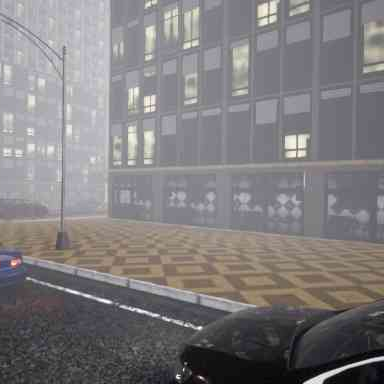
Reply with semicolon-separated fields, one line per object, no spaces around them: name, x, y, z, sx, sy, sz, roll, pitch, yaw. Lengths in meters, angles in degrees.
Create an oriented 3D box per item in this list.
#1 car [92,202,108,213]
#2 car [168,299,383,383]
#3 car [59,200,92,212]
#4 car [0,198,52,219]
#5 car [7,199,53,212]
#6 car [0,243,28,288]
car;-9.254;1.828;40.169;1.752;1.417;4.829;1;0;37
car;2.030;1.505;2.233;4.892;1.490;1.837;0;0;35
car;-14.334;1.750;43.024;2.033;1.411;5.357;1;0;37
car;-16.069;1.517;30.971;2.192;1.841;5.009;1;0;37
car;-19.549;1.640;40.352;1.752;1.417;4.829;1;0;37
car;-6.115;1.543;8.065;5.357;1.411;2.033;0;0;36
